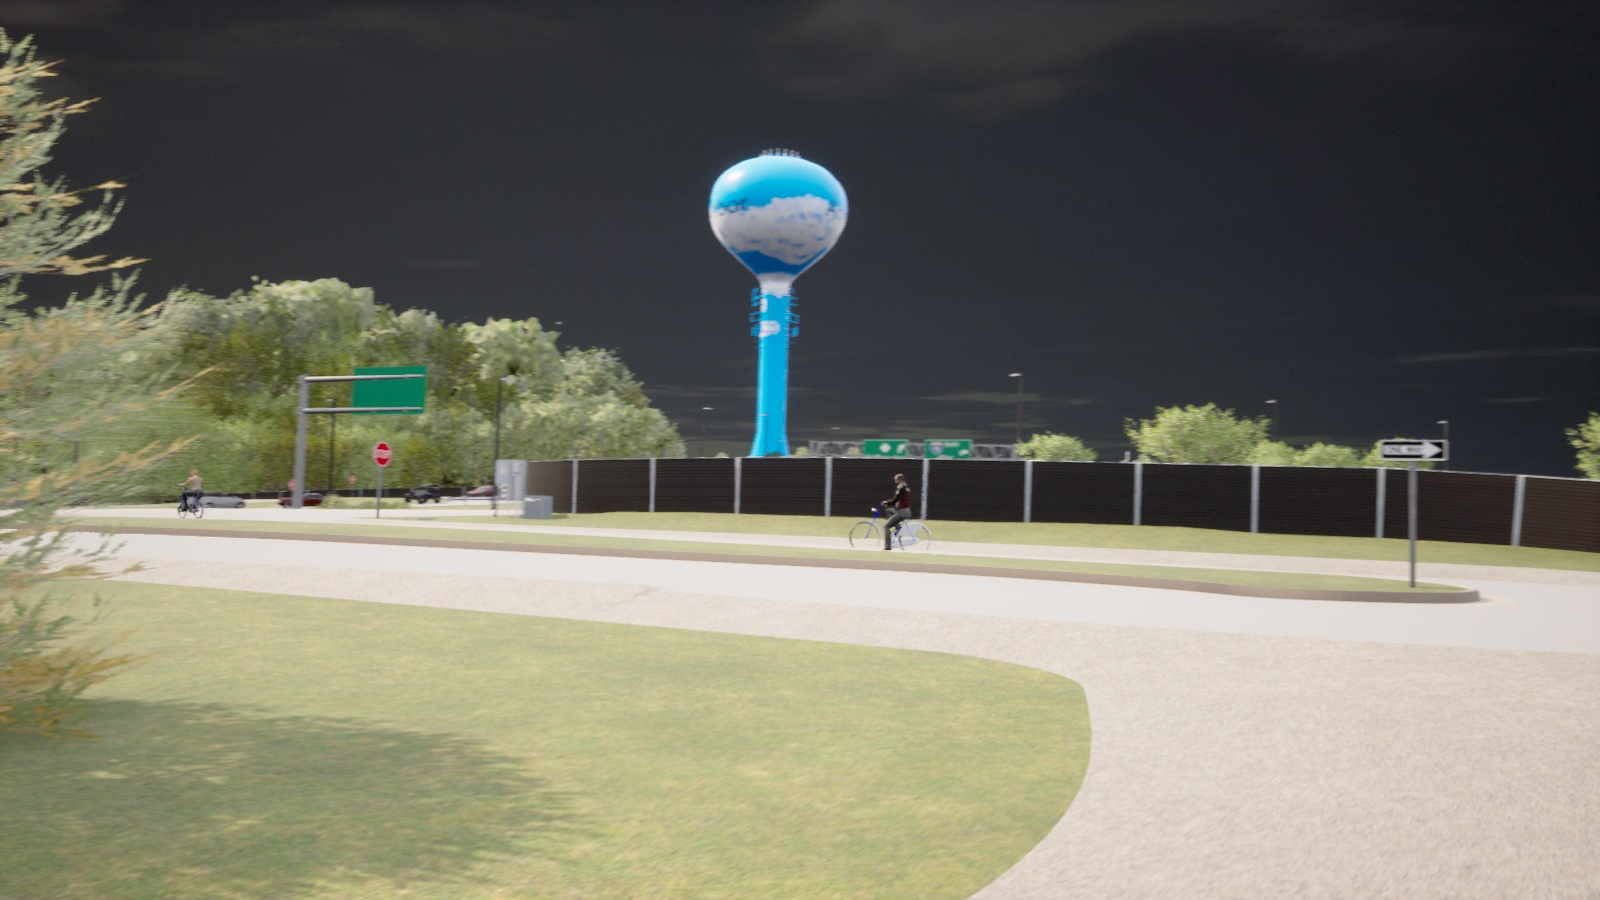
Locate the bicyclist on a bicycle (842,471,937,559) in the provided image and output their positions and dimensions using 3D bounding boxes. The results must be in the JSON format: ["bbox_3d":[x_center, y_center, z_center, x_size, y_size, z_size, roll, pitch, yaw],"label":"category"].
[{"bbox_3d":[1.911,1.377,26.845,1.843,1.776,0.659,1,-3,24],"label":"bicyclist on a bicycle"}]

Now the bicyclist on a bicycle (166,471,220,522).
[{"bbox_3d":[-19.615,1.509,40.601,1.509,1.612,0.866,-1,-5,35],"label":"bicyclist on a bicycle"}]
